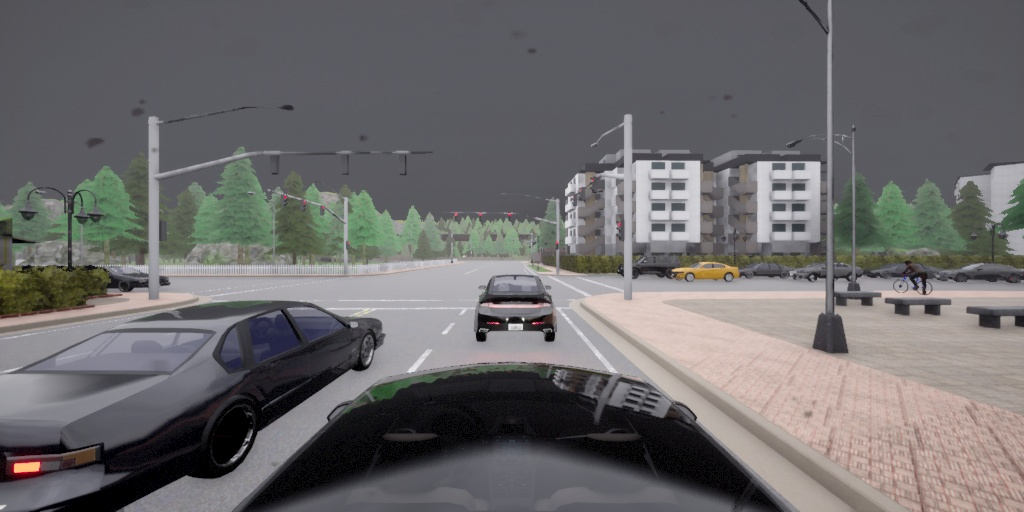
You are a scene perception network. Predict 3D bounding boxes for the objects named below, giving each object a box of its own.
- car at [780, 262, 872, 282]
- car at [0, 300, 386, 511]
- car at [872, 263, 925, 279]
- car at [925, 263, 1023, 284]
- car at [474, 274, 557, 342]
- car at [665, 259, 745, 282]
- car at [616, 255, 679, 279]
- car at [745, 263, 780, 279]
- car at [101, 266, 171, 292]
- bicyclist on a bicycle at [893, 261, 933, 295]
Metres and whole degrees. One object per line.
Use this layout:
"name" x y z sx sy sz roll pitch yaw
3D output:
"car" 24.793 1.238 28.477 4.902 1.511 2.128 0 0 4
"car" -3.444 1.297 4.661 2.033 1.411 5.357 0 0 1
"car" 33.544 1.293 30.808 5.357 1.411 2.033 0 0 14
"car" 34.772 1.273 26.718 4.674 1.442 1.812 0 0 17
"car" 0.085 1.240 9.760 2.128 1.511 4.902 0 0 0
"car" 15.299 1.224 28.556 5.008 1.535 1.882 0 0 -2
"car" 12.217 0.967 31.964 5.566 2.045 2.150 0 0 -2
"car" 22.462 1.293 32.172 5.357 1.411 2.033 0 0 1
"car" -22.973 1.295 20.521 5.357 1.411 2.033 0 0 -1
"bicyclist on a bicycle" 19.392 1.049 17.382 0.582 1.620 1.656 0 0 -3
